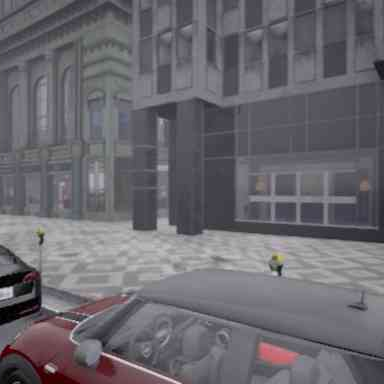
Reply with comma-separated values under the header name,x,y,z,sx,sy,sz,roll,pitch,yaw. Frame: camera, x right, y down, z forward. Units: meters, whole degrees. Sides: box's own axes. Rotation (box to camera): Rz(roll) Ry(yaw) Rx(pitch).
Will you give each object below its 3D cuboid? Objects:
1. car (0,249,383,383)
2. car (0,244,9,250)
name,x,y,z,sx,sy,sz,roll,pitch,yaw
car,0.050,1.442,2.925,4.097,1.590,1.967,0,0,36
car,-4.538,1.573,6.199,4.313,1.339,1.947,0,0,36
